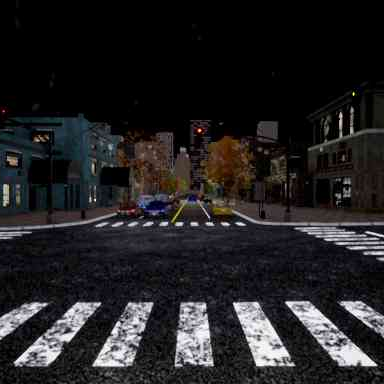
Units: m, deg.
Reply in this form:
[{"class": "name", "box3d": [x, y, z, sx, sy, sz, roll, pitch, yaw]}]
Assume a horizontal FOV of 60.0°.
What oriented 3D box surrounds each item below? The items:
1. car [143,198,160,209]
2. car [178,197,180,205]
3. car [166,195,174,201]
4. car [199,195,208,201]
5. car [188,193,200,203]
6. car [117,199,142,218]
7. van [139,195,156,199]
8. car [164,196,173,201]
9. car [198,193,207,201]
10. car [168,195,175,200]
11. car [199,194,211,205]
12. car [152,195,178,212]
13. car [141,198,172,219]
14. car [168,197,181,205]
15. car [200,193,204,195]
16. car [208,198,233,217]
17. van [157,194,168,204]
[{"class": "car", "box3d": [-5.665, 1.534, 46.988, 1.887, 1.381, 4.507, 0, 0, 0]}, {"class": "car", "box3d": [-3.064, 1.553, 47.925, 1.994, 1.385, 4.181, 0, 0, 0]}, {"class": "car", "box3d": [-5.642, 1.523, 85.812, 1.887, 1.381, 4.507, 0, 0, 0]}, {"class": "car", "box3d": [2.736, 1.525, 80.260, 1.887, 1.381, 4.507, -1, 0, 0]}, {"class": "car", "box3d": [0.110, 1.461, 70.776, 1.882, 1.535, 5.008, 0, 0, 0]}, {"class": "car", "box3d": [-5.674, 1.576, 30.348, 1.802, 1.307, 4.206, 0, 0, 0]}, {"class": "van", "box3d": [-5.669, 1.332, 41.441, 1.690, 1.788, 3.998, 0, 0, 0]}, {"class": "car", "box3d": [-5.645, 1.546, 80.265, 1.947, 1.339, 4.313, 0, 0, 0]}, {"class": "car", "box3d": [2.737, 1.294, 85.807, 2.192, 1.841, 5.009, -1, 0, 0]}, {"class": "car", "box3d": [-5.639, 1.559, 91.358, 1.802, 1.307, 4.206, 0, 0, 0]}, {"class": "car", "box3d": [2.723, 1.537, 58.075, 2.008, 1.369, 4.403, -1, 0, 0]}, {"class": "car", "box3d": [-3.076, 1.483, 38.801, 2.128, 1.511, 4.902, 0, 0, 0]}, {"class": "car", "box3d": [-3.099, 1.520, 29.602, 1.812, 1.442, 4.674, 0, 0, 0]}, {"class": "car", "box3d": [-3.029, 1.587, 58.035, 1.895, 1.301, 4.718, 0, 0, 0]}, {"class": "car", "box3d": [2.732, 1.548, 74.714, 1.947, 1.339, 4.313, -1, 0, 0]}, {"class": "car", "box3d": [2.706, 1.519, 30.513, 1.752, 1.417, 4.829, -1, 0, 0]}, {"class": "van", "box3d": [-5.656, 1.326, 63.626, 1.690, 1.788, 3.998, 0, 0, 0]}]
